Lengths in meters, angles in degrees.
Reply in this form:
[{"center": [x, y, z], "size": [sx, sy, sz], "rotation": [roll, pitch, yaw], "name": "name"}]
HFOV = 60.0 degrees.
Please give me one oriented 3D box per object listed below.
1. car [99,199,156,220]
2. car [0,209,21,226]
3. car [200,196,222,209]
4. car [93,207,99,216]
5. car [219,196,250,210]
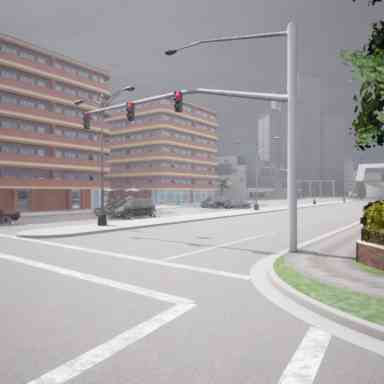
[{"center": [-5.094, 1.352, 27.908], "size": [2.097, 1.767, 4.553], "rotation": [0, 0, 36], "name": "car"}, {"center": [-13.956, 1.601, 21.690], "size": [1.895, 1.301, 4.718], "rotation": [0, 0, 36], "name": "car"}, {"center": [3.043, 1.351, 45.004], "size": [2.097, 1.767, 4.553], "rotation": [0, 0, 36], "name": "car"}, {"center": [-7.001, 1.526, 31.244], "size": [1.812, 1.442, 4.674], "rotation": [0, 0, 36], "name": "car"}, {"center": [5.802, 1.564, 42.850], "size": [1.994, 1.385, 4.181], "rotation": [0, 0, 36], "name": "car"}]
